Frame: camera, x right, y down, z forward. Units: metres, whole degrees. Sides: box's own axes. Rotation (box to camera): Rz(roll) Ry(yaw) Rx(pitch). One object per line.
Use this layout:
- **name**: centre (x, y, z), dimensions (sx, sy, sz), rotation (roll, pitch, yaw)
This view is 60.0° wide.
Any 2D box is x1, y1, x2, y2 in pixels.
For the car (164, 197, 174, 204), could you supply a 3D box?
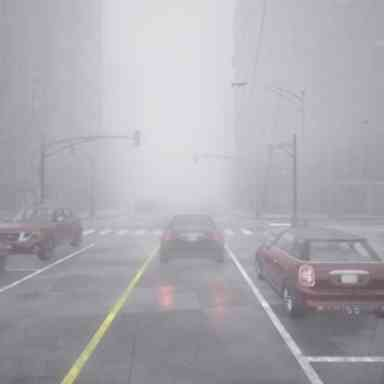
- **car**: centre (-5.846, 2.122, 84.784), dimensions (2.192, 1.841, 5.009), rotation (0, -1, 0)

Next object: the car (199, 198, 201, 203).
- **car**: centre (2.676, 2.094, 56.825), dimensions (2.008, 1.369, 4.403), rotation (0, -1, 0)

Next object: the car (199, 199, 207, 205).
- **car**: centre (2.678, 2.336, 79.201), dimensions (1.802, 1.307, 4.206), rotation (0, -1, 0)

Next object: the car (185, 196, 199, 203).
- **car**: centre (0.029, 2.166, 67.132), dimensions (1.812, 1.442, 4.674), rotation (0, 0, 0)

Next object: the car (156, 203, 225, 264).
- **car**: centre (0.011, 1.476, 12.496), dimensions (2.097, 1.767, 4.553), rotation (0, 0, 0)

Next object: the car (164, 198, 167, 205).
- **car**: centre (-5.851, 2.088, 56.804), dimensions (1.887, 1.381, 4.507), rotation (0, -1, 0)

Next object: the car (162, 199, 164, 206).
- **car**: centre (-5.851, 1.931, 51.209), dimensions (1.967, 1.590, 4.097), rotation (0, -1, 0)

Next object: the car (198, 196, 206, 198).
- **car**: centre (2.677, 1.964, 68.015), dimensions (2.192, 1.841, 5.009), rotation (0, -1, 0)

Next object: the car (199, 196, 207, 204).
- **car**: centre (3.013, 2.091, 91.026), dimensions (2.150, 2.045, 5.566), rotation (0, -1, 0)

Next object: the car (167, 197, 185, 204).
- **car**: centre (-3.020, 2.149, 63.032), dimensions (2.033, 1.411, 5.357), rotation (0, -1, 1)

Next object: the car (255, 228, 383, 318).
- **car**: centre (2.669, 1.515, 7.573), dimensions (1.967, 1.590, 4.097), rotation (0, -1, 0)

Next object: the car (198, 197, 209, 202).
- **car**: centre (2.676, 2.162, 62.419), dimensions (1.947, 1.339, 4.313), rotation (0, -1, 0)

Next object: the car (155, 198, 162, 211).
- **car**: centre (-5.852, 1.752, 45.615), dimensions (2.192, 1.841, 5.009), rotation (0, -1, 0)

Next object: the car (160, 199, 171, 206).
- **car**: centre (-5.848, 2.252, 73.591), dimensions (2.008, 1.369, 4.403), rotation (0, -1, 0)

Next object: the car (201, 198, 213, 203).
- **car**: centre (2.675, 2.018, 51.401), dimensions (1.752, 1.417, 4.829), rotation (0, -1, 0)

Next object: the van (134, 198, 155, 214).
- **van**: centre (-5.853, 1.725, 40.019), dimensions (1.690, 1.788, 3.998), rotation (0, -1, 0)

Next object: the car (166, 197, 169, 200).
- **car**: centre (-5.849, 2.172, 67.825), dimensions (1.752, 1.417, 4.829), rotation (0, -1, 0)

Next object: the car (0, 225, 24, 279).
- **car**: centre (-5.857, 1.656, 7.547), dimensions (1.802, 1.307, 4.206), rotation (0, -1, 0)

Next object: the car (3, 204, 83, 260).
- **car**: centre (-5.857, 1.443, 13.073), dimensions (2.192, 1.841, 5.009), rotation (0, -1, 0)
